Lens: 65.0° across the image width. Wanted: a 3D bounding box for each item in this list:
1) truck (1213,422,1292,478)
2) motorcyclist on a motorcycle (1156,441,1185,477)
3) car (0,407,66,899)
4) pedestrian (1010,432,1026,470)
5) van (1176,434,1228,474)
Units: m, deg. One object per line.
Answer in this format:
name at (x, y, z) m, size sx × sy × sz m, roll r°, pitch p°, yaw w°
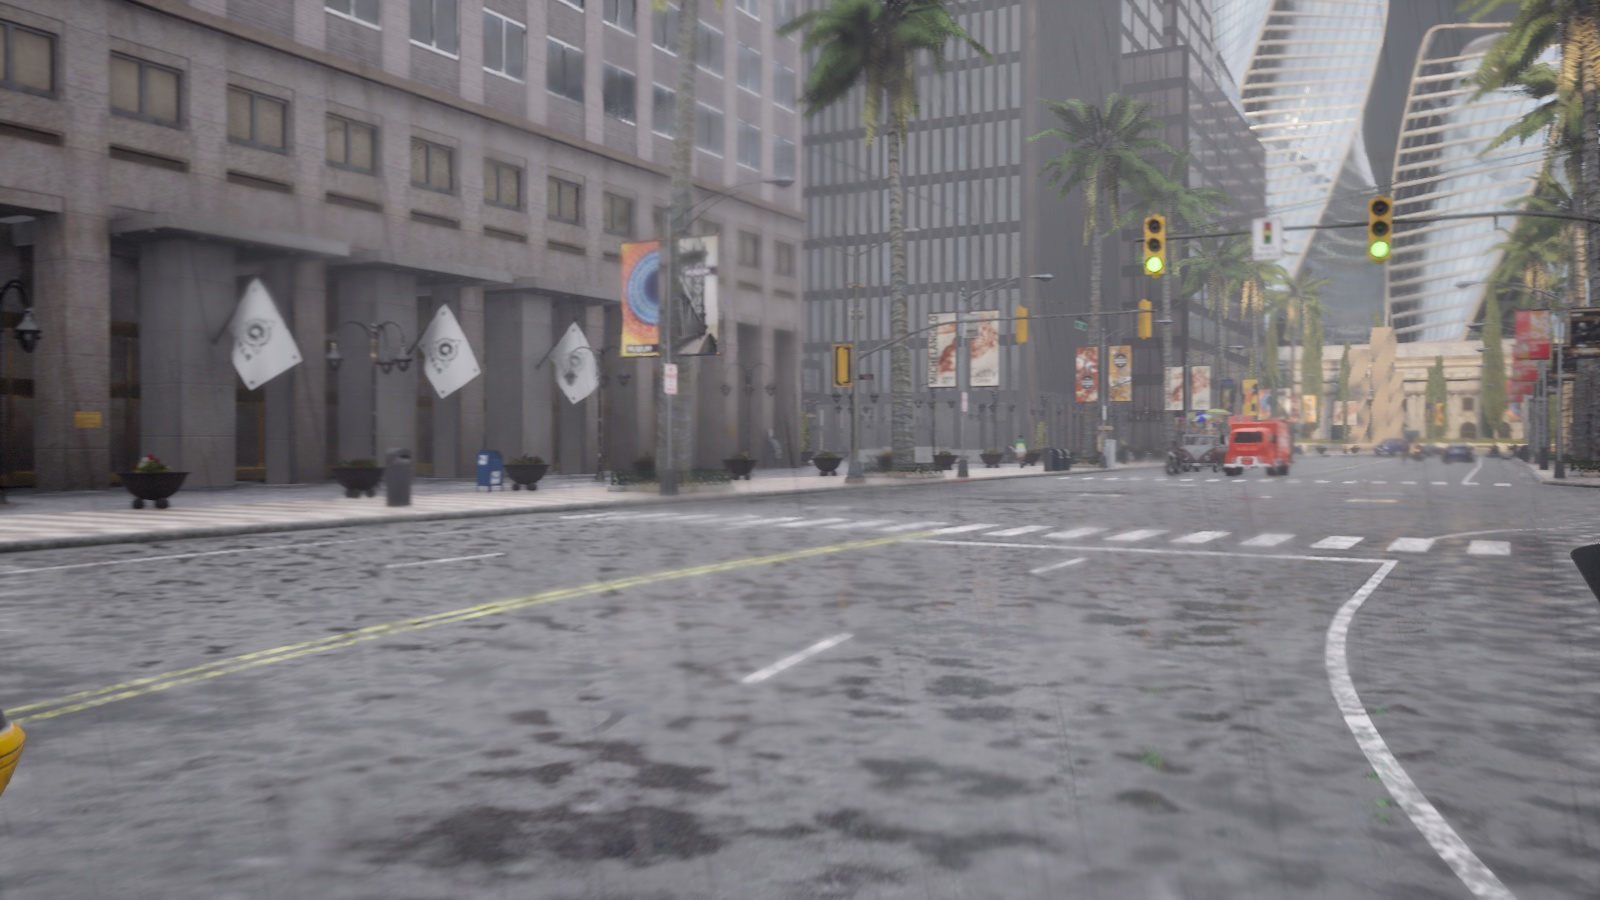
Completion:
truck at (21.159, -0.024, 58.577) m, size 2.627 × 2.467 × 5.204 m, roll 0°, pitch 0°, yaw 29°
motorcyclist on a motorcycle at (17.441, 0.402, 59.067) m, size 0.766 × 1.649 × 2.350 m, roll 0°, pitch 1°, yaw 29°
car at (-3.400, 0.670, 1.361) m, size 1.801 × 1.575 × 5.366 m, roll 0°, pitch 0°, yaw 4°
pedestrian at (11.529, 0.053, 66.429) m, size 0.659 × 1.952 × 0.873 m, roll 0°, pitch 0°, yaw 24°
van at (20.978, 0.176, 65.453) m, size 1.775 × 1.987 × 4.442 m, roll 0°, pitch 0°, yaw 29°
